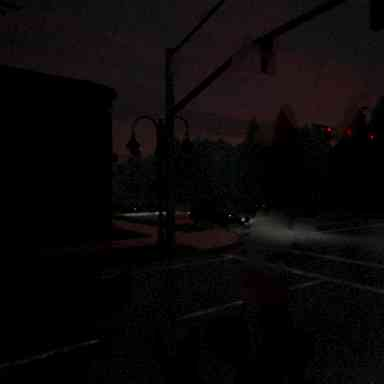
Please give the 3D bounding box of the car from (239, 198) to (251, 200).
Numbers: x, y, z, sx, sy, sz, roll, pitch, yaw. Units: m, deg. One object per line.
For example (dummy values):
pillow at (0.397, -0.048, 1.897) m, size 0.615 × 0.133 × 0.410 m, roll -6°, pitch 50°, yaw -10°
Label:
car at (2.327, 1.422, 27.682) m, size 1.837 × 1.490 × 4.892 m, roll 0°, pitch 0°, yaw -35°

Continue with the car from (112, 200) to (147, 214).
car at (-6.749, 1.497, 34.587) m, size 1.994 × 1.385 × 4.181 m, roll 0°, pitch 0°, yaw -35°

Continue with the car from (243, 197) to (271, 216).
car at (4.955, 1.252, 30.366) m, size 2.097 × 1.767 × 4.553 m, roll 0°, pitch 0°, yaw -35°

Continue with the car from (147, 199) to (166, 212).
car at (-4.111, 1.480, 36.926) m, size 1.994 × 1.385 × 4.181 m, roll 0°, pitch 0°, yaw -35°

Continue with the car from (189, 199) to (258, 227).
car at (1.740, 1.425, 22.419) m, size 2.128 × 1.511 × 4.902 m, roll 0°, pitch 0°, yaw -35°
